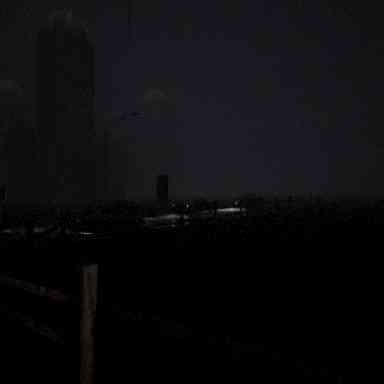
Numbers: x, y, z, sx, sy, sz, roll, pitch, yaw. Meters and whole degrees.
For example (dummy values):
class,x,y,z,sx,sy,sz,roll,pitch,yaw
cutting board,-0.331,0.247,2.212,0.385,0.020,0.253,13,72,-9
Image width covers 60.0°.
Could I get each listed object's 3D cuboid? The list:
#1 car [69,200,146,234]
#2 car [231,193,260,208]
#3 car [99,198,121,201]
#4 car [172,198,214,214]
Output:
class,x,y,z,sx,sy,sz,roll,pitch,yaw
car,-4.430,1.375,17.872,1.994,1.385,4.181,1,1,34
car,6.223,0.930,38.196,2.128,1.511,4.902,1,1,35
car,-5.447,1.204,21.589,1.882,1.535,5.008,1,2,35
car,0.261,1.185,29.719,1.895,1.301,4.718,1,1,35
